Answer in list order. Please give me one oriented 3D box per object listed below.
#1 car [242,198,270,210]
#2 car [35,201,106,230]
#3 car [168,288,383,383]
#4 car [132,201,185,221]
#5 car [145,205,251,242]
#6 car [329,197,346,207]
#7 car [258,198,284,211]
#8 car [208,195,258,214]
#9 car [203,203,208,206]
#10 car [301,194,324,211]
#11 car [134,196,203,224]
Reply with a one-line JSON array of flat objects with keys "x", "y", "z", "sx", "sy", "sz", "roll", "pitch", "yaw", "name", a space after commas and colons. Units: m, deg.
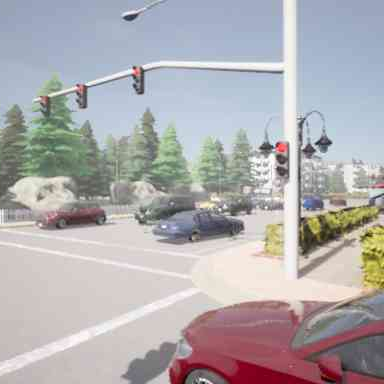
[{"x": 8.918, "y": 1.593, "z": 45.936, "sx": 1.882, "sy": 1.535, "sz": 5.008, "roll": 0, "pitch": 0, "yaw": 36, "name": "car"}, {"x": -8.092, "y": 1.464, "z": 22.491, "sx": 2.097, "sy": 1.767, "sz": 4.553, "roll": 0, "pitch": 0, "yaw": 36, "name": "car"}, {"x": 1.932, "y": 1.526, "z": 2.667, "sx": 4.674, "sy": 1.442, "sz": 1.812, "roll": 0, "pitch": 0, "yaw": 37, "name": "car"}, {"x": -2.857, "y": 1.591, "z": 29.718, "sx": 1.882, "sy": 1.535, "sz": 5.008, "roll": 0, "pitch": 0, "yaw": 36, "name": "car"}, {"x": 0.484, "y": 1.631, "z": 16.969, "sx": 2.033, "sy": 1.411, "sz": 5.357, "roll": 0, "pitch": 0, "yaw": 45, "name": "car"}, {"x": 23.754, "y": 1.574, "z": 54.185, "sx": 1.882, "sy": 1.535, "sz": 5.008, "roll": 0, "pitch": 0, "yaw": 36, "name": "car"}, {"x": 10.096, "y": 1.669, "z": 41.611, "sx": 1.994, "sy": 1.385, "sz": 4.181, "roll": 0, "pitch": 0, "yaw": 36, "name": "car"}, {"x": 4.247, "y": 1.325, "z": 33.559, "sx": 2.150, "sy": 2.045, "sz": 5.566, "roll": 0, "pitch": 0, "yaw": 36, "name": "car"}, {"x": 2.759, "y": 1.592, "z": 37.469, "sx": 1.882, "sy": 1.535, "sz": 5.008, "roll": 0, "pitch": 0, "yaw": 36, "name": "car"}, {"x": 14.912, "y": 1.314, "z": 41.959, "sx": 2.150, "sy": 2.045, "sz": 5.566, "roll": 0, "pitch": 0, "yaw": 36, "name": "car"}, {"x": -1.834, "y": 1.324, "z": 25.171, "sx": 2.150, "sy": 2.045, "sz": 5.566, "roll": 0, "pitch": 0, "yaw": 36, "name": "car"}]
